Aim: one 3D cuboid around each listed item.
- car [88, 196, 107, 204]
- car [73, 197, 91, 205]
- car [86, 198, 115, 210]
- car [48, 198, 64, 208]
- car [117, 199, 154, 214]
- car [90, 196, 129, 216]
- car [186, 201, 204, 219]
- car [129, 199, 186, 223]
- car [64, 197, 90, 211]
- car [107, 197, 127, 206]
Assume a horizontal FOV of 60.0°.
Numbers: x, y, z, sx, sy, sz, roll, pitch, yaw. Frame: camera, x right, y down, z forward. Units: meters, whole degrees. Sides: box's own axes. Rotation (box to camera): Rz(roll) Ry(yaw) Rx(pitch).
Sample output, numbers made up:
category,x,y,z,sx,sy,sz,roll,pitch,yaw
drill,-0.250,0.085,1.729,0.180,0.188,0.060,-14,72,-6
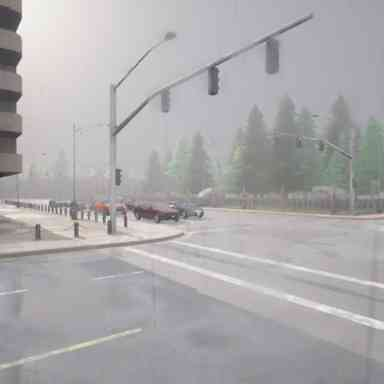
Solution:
category,x,y,z,sx,sy,sz,roll,pitch,yaw
car,-18.755,1.543,66.031,2.128,1.511,4.902,0,0,-36
car,-20.823,1.653,62.939,1.895,1.301,4.718,0,0,-36
car,-12.572,1.600,45.560,2.033,1.411,5.357,0,0,-36
car,-20.040,1.600,49.838,2.033,1.411,5.357,0,0,-36
car,-6.407,1.544,37.203,2.128,1.511,4.902,0,0,-36
car,-8.343,1.405,33.925,2.097,1.767,4.553,0,0,-36
car,-0.891,1.544,29.735,2.128,1.511,4.902,0,0,-36
car,-2.876,1.531,26.530,1.882,1.535,5.008,0,0,-36
car,-13.770,1.545,41.287,2.128,1.511,4.902,0,0,-36
car,-13.245,1.577,58.590,1.812,1.442,4.674,0,0,-36
